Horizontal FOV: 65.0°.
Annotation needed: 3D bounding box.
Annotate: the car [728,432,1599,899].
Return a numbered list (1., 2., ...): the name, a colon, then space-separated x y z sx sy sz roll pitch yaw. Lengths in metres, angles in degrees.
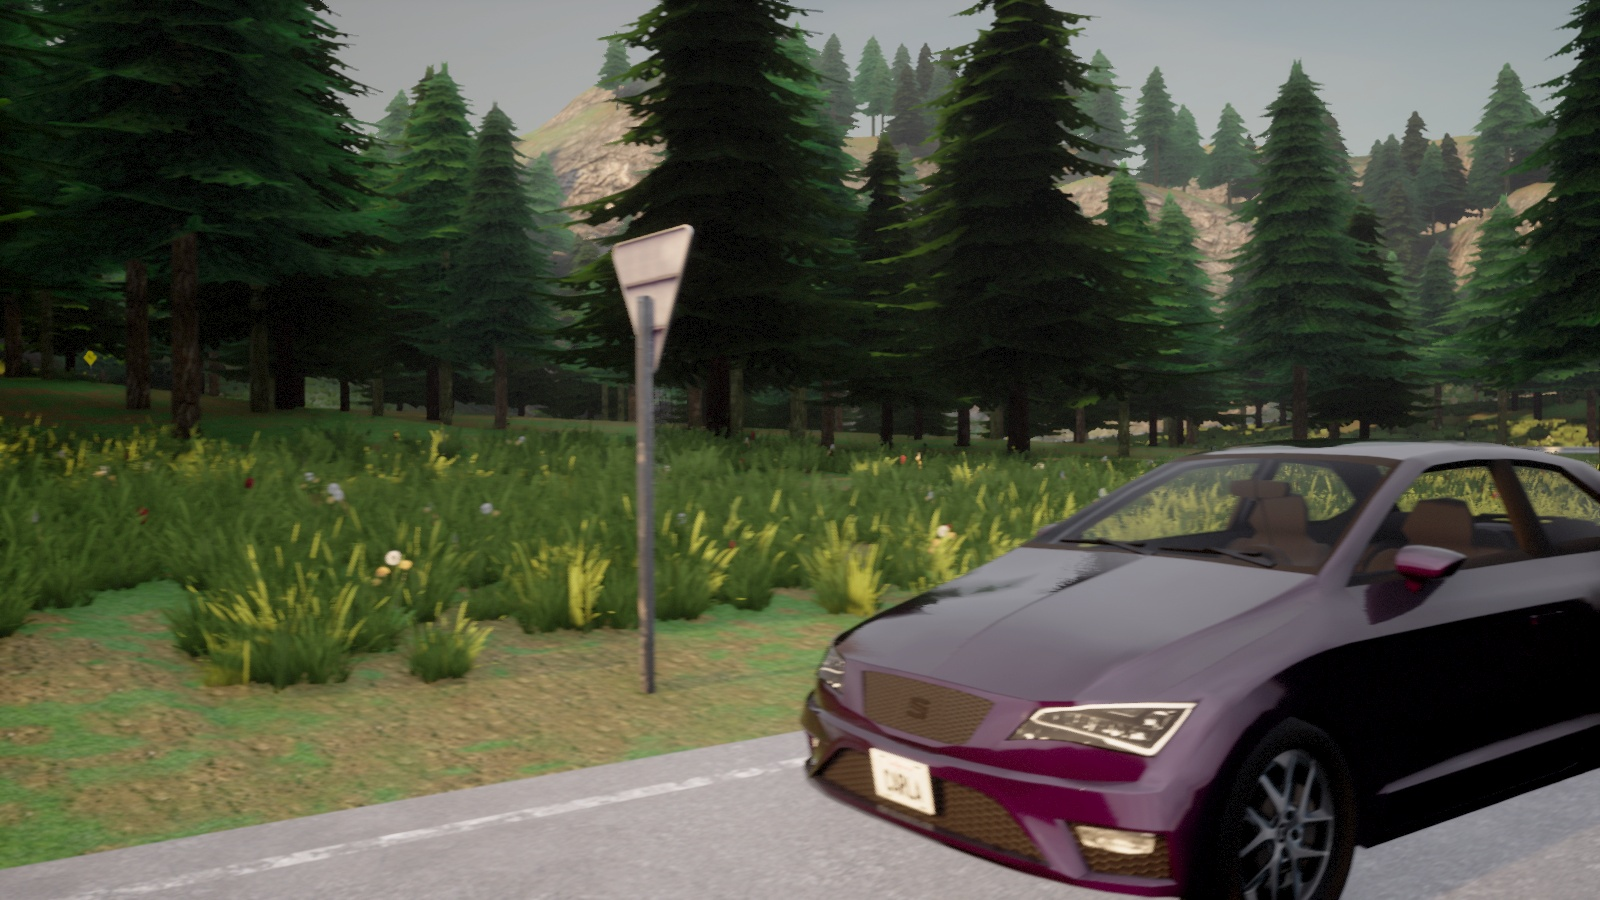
1. car: 1.987 0.689 5.041 4.193 1.474 1.816 -1 1 -35
